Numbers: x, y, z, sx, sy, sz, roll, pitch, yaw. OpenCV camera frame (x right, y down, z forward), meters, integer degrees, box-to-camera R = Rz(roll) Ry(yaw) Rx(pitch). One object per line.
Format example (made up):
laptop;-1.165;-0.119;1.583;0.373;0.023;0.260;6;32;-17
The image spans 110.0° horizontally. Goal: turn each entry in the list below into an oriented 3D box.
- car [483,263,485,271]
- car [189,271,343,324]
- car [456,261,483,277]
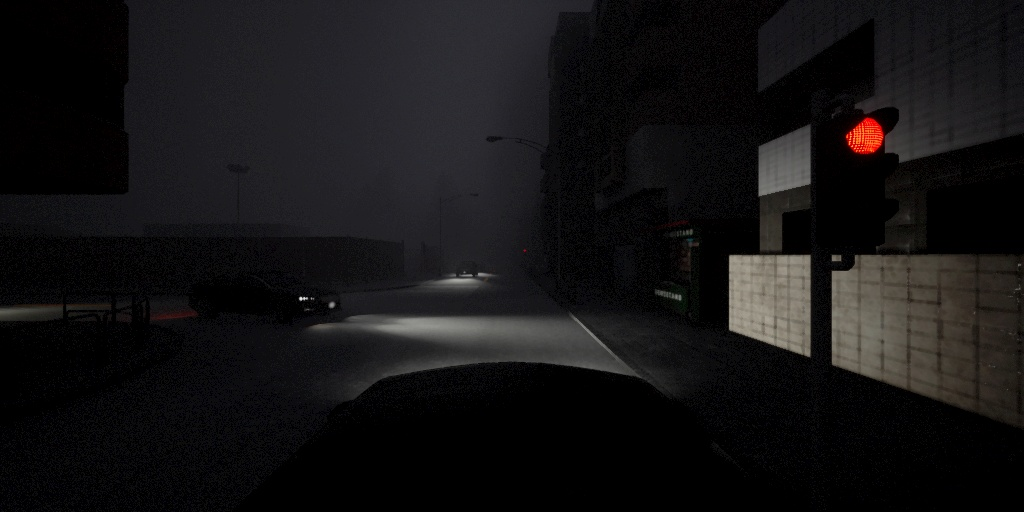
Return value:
car;-4.477;1.351;45.779;1.895;1.301;4.718;0;0;0
car;-7.902;1.242;11.600;4.902;1.511;2.128;0;0;14
car;-4.410;1.242;35.665;2.128;1.511;4.902;0;0;0
